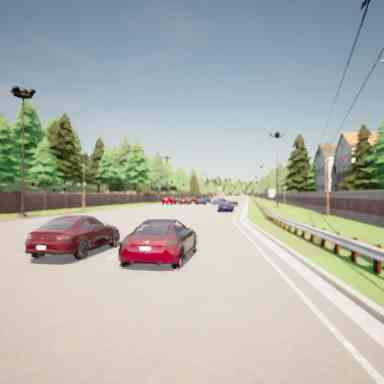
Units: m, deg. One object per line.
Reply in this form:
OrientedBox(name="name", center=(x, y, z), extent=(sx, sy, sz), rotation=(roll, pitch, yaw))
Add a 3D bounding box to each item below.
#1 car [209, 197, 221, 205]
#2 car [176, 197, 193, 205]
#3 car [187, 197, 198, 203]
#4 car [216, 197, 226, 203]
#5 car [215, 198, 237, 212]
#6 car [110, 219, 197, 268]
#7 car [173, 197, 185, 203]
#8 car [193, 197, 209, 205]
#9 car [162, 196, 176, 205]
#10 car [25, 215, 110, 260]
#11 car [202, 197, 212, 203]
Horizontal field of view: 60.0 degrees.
OrientedBox(name="car", center=(5.360, 2.083, 70.541), extent=(2.033, 1.411, 5.357), rotation=(0, 0, 10))
OrientedBox(name="car", center=(-1.474, 1.910, 72.104), extent=(2.097, 1.767, 4.553), rotation=(0, 0, 10))
OrientedBox(name="car", center=(0.217, 1.950, 81.994), extent=(1.882, 1.535, 5.008), rotation=(0, 0, 10))
OrientedBox(name="car", center=(7.117, 2.017, 80.813), extent=(1.994, 1.385, 4.181), rotation=(0, 0, 10))
OrientedBox(name="car", center=(4.606, 1.914, 44.743), extent=(1.994, 1.385, 4.181), rotation=(0, 0, 10))
OrientedBox(name="car", center=(-1.037, 1.657, 11.795), extent=(1.994, 1.385, 4.181), rotation=(0, 0, 10))
OrientedBox(name="car", center=(-3.232, 2.002, 82.584), extent=(2.128, 1.511, 4.902), rotation=(0, 0, 10))
OrientedBox(name="car", center=(1.980, 2.104, 71.542), extent=(1.994, 1.385, 4.181), rotation=(0, 0, 10))
OrientedBox(name="car", center=(-4.984, 1.781, 72.344), extent=(2.150, 2.045, 5.566), rotation=(0, 0, 10))
OrientedBox(name="car", center=(-4.419, 1.627, 12.870), extent=(1.812, 1.442, 4.674), rotation=(0, 0, 10))
OrientedBox(name="car", center=(3.667, 1.993, 81.403), extent=(1.812, 1.442, 4.674), rotation=(0, 0, 10))
